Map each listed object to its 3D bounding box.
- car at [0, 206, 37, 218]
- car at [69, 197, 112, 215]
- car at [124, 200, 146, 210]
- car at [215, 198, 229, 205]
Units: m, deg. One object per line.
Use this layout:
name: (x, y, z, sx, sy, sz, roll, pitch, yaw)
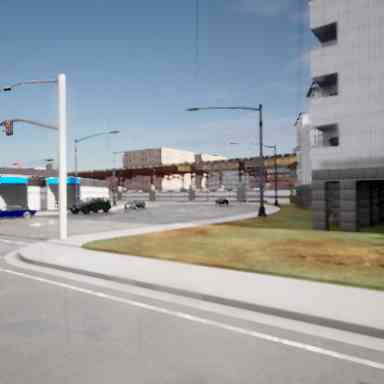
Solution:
car: (-18.038, 2.020, 32.747, 1.895, 1.301, 4.718, -1, -1, 37)
car: (-12.401, 1.643, 41.067, 2.150, 2.045, 5.566, -1, 0, 29)
car: (-8.628, 1.943, 50.476, 2.128, 1.511, 4.902, -1, 0, 14)
car: (6.091, 1.936, 68.508, 1.837, 1.490, 4.892, 0, 0, -12)
